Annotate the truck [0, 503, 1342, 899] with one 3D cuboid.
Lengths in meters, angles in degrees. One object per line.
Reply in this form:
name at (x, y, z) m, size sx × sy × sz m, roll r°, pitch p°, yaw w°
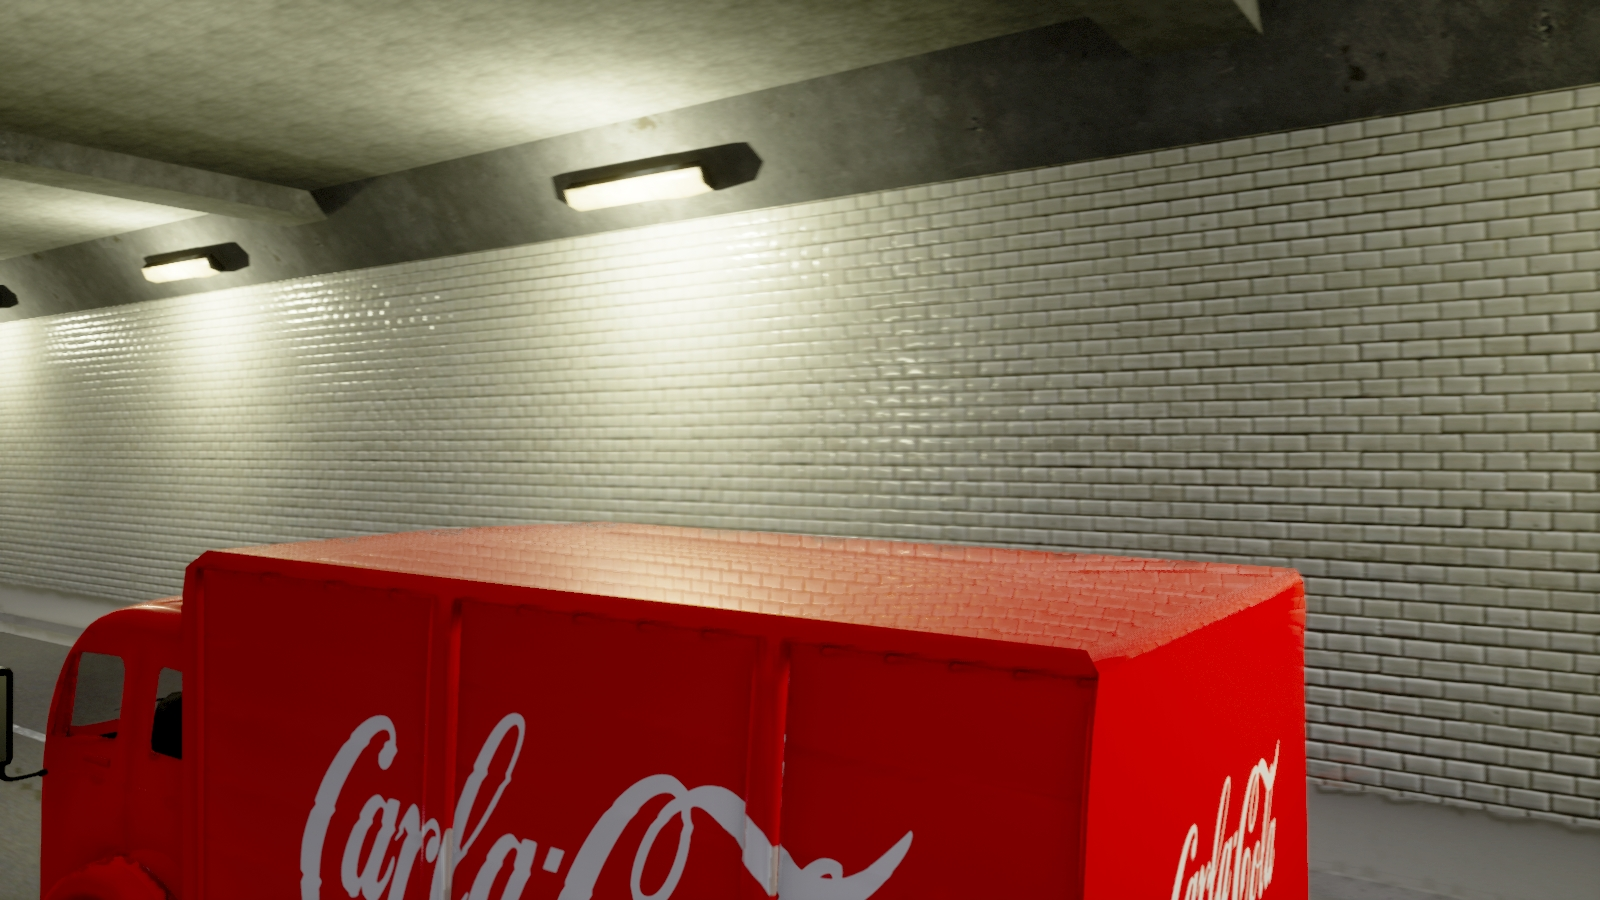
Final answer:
truck at (-0.969, 1.571, 4.465) m, size 5.204 × 2.467 × 2.627 m, roll 0°, pitch 0°, yaw 35°
